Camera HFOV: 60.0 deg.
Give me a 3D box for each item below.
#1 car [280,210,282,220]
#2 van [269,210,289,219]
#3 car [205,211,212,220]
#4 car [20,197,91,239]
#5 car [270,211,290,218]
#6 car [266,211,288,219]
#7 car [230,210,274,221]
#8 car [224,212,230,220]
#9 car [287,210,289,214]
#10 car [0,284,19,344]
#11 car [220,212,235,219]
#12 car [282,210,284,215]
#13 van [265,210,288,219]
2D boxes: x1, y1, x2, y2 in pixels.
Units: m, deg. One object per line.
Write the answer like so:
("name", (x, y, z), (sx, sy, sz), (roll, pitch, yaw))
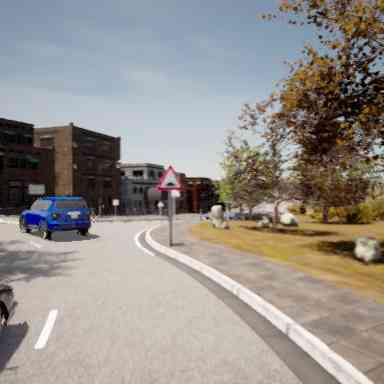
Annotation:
("car", (10.709, 3.658, 50.566), (4.792, 1.488, 2.163), (-1, -4, 19))
("van", (20.655, 5.283, 79.154), (4.442, 1.987, 1.878), (-1, -3, 19))
("car", (3.695, 4.043, 57.181), (2.033, 1.411, 5.357), (-1, -4, 19))
("car", (-7.503, 1.303, 18.069), (2.150, 2.045, 5.566), (0, -1, -42))
("car", (21.708, 5.526, 81.691), (4.553, 1.767, 2.185), (-1, -3, 19))
("car", (18.943, 5.083, 74.050), (4.553, 1.767, 2.185), (-1, -3, 19))
("car", (7.929, 3.045, 42.812), (4.892, 1.521, 2.231), (-1, -4, 19))
("car", (6.898, 4.041, 56.491), (2.033, 1.411, 5.357), (-1, -4, 19))
("car", (16.152, 4.738, 66.144), (4.792, 1.488, 2.163), (-1, -4, 19))
("car", (-3.328, 1.581, 2.951), (2.033, 1.411, 5.357), (-1, 0, -11))
("car", (7.173, 4.694, 67.021), (1.812, 1.442, 4.674), (-1, -4, 19))
("car", (11.425, 3.815, 53.236), (5.366, 1.575, 1.946), (-1, -4, 19))
("van", (18.124, 4.813, 71.292), (4.442, 1.987, 1.878), (-1, -4, 19))
